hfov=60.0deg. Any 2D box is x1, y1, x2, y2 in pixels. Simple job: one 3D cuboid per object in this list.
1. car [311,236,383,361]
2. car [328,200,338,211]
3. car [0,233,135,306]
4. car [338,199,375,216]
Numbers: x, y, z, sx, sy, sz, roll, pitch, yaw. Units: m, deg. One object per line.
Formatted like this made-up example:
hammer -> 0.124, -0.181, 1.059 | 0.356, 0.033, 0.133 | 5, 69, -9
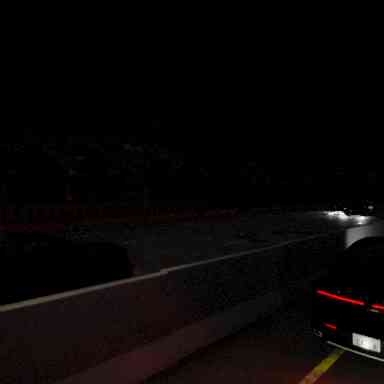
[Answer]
car -> 3.688, 1.507, 5.641 | 1.837, 1.490, 4.892 | 0, 0, 43
car -> 17.668, 1.583, 39.032 | 4.181, 1.385, 1.994 | 0, 0, -45
car -> -3.687, 1.549, 6.369 | 2.033, 1.411, 5.357 | 0, 0, 43
car -> 16.640, 1.519, 33.012 | 1.837, 1.490, 4.892 | 0, 0, 44
